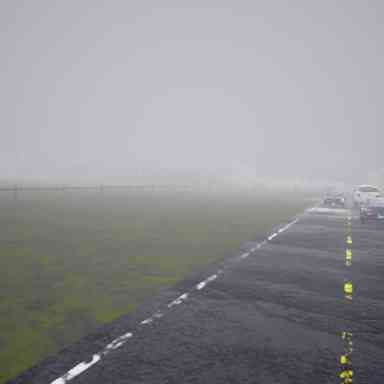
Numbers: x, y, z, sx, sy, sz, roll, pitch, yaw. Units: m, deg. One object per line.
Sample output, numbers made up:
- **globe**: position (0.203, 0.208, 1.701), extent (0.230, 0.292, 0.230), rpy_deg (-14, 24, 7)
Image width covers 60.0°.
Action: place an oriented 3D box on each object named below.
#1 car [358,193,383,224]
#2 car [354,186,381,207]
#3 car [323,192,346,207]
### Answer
- **car**: position (10.830, 1.060, 19.328), extent (1.812, 1.442, 4.674), rpy_deg (3, 3, 26)
- **car**: position (17.361, 0.402, 33.012), extent (2.150, 2.045, 5.566), rpy_deg (3, 3, 26)
- **car**: position (13.695, 0.696, 31.915), extent (1.895, 1.301, 4.718), rpy_deg (3, 3, 25)
